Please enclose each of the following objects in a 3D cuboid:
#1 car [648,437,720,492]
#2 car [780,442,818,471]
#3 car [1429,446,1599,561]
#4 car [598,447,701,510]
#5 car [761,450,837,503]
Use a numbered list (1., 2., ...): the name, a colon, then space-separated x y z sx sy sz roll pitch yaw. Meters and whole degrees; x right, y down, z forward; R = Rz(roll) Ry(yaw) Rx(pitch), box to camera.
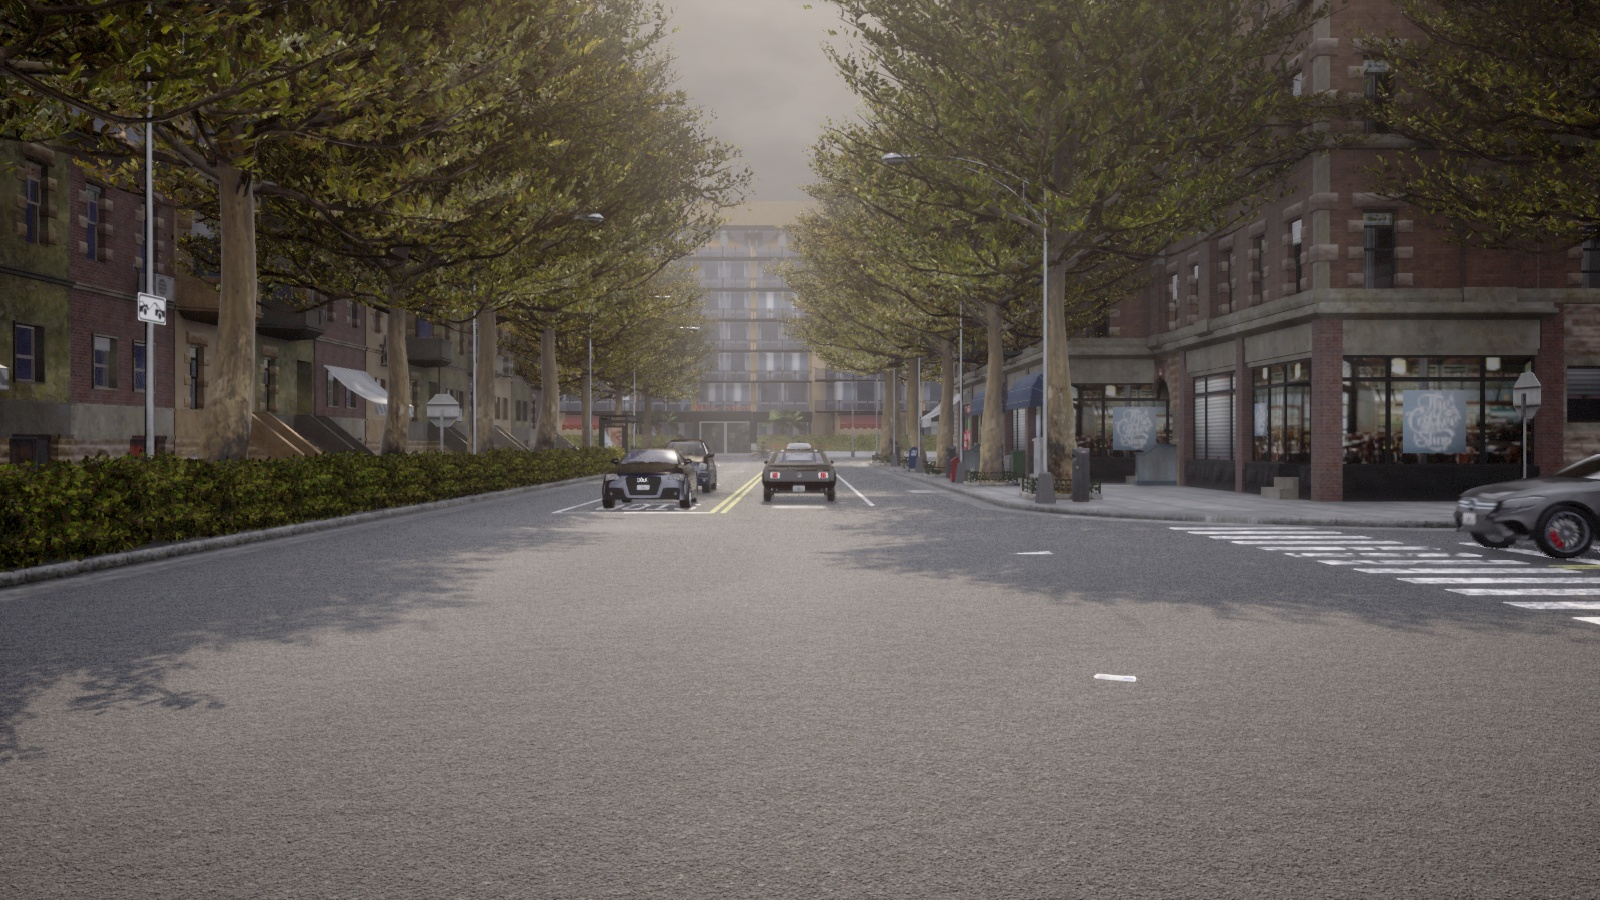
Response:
1. car: -3.528 0.422 38.868 1.851 1.617 3.988 0 0 0
2. car: -0.049 0.314 67.182 2.007 1.525 4.514 0 0 0
3. car: 11.240 0.686 16.843 4.674 1.442 1.812 0 0 0
4. car: -3.518 0.638 30.072 1.994 1.385 4.181 0 0 0
5. car: -0.024 0.657 33.630 1.895 1.301 4.718 0 0 0
